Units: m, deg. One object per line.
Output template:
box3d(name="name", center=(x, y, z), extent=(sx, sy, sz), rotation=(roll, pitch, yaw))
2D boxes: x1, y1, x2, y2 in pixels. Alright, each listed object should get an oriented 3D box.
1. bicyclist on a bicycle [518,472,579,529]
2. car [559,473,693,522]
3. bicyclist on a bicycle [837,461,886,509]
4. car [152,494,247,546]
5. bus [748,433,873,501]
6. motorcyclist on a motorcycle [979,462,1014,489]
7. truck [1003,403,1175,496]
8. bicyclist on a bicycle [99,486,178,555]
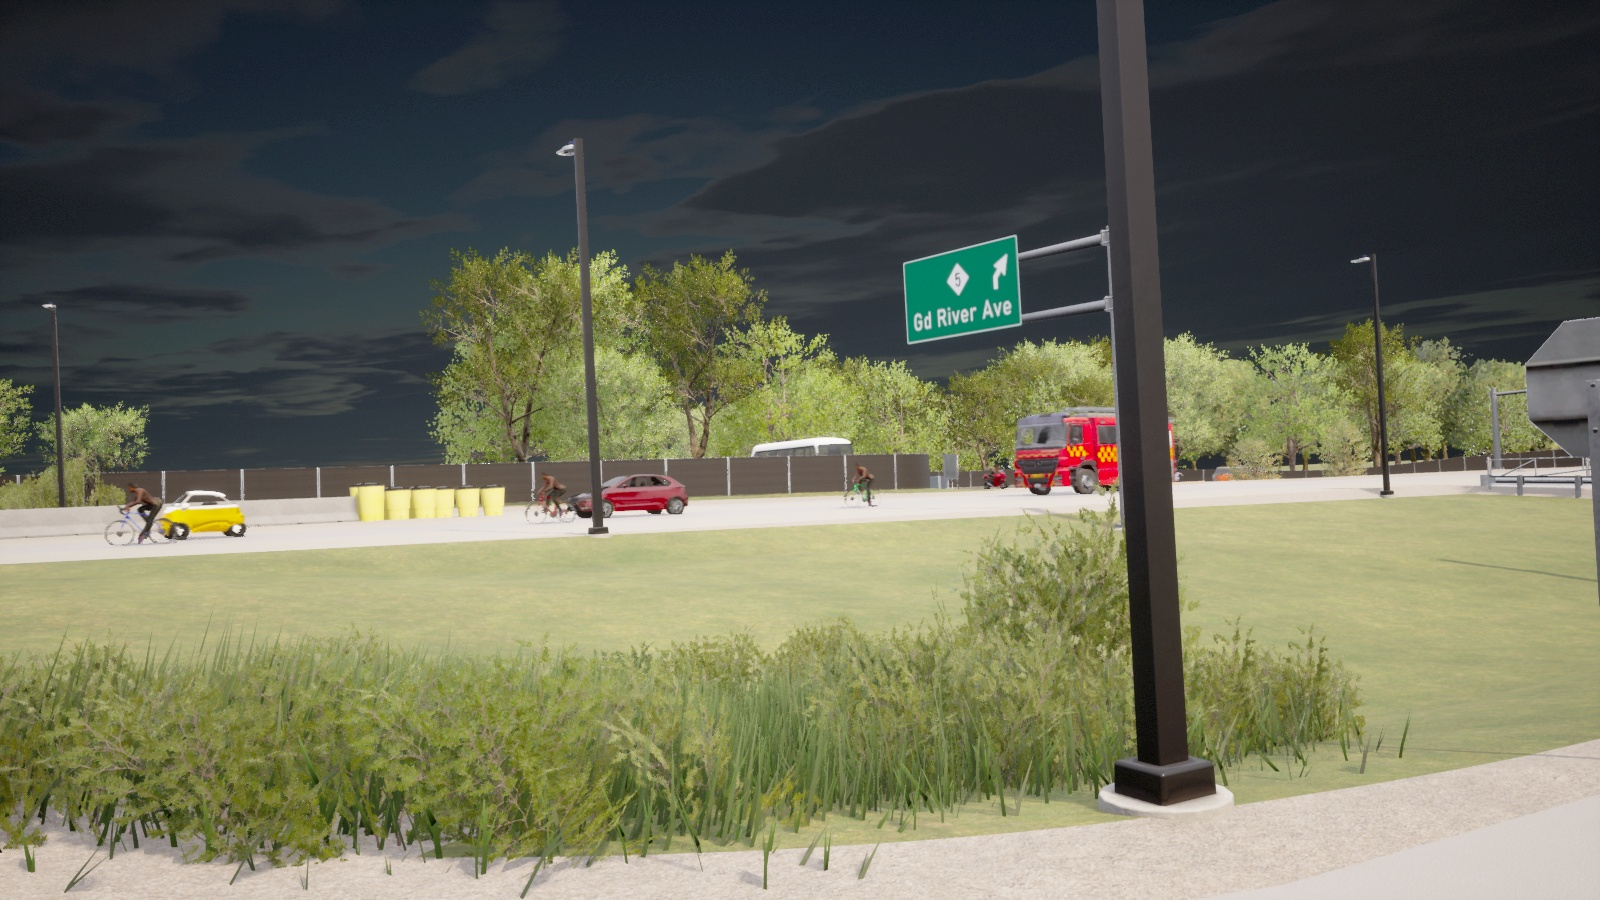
box3d(name="bicyclist on a bicycle", center=(-7.621, 1.521, 38.122), extent=(1.656, 1.620, 0.582), rotation=(-2, -1, -35))
box3d(name="car", center=(-6.005, 1.640, 43.487), extent=(4.193, 1.474, 1.816), rotation=(-2, -2, -35))
box3d(name="bicyclist on a bicycle", center=(2.194, 1.254, 44.909), extent=(1.656, 1.620, 0.582), rotation=(-2, -1, -35))
box3d(name="car", center=(-17.112, 1.982, 35.805), extent=(2.207, 1.376, 1.481), rotation=(-1, -2, -35))
box3d(name="bus", center=(0.581, 1.339, 90.645), extent=(3.944, 4.253, 10.273), rotation=(-3, -2, -32))
box3d(name="motorcyclist on a motorcycle", center=(11.750, 1.541, 75.200), extent=(0.797, 1.523, 2.044), rotation=(-2, -1, -35))
box3d(name="truck", center=(13.124, -0.058, 56.575), extent=(8.468, 3.827, 2.891), rotation=(-1, -2, -41))
box3d(name="bicyclist on a bicycle", center=(-16.750, 1.768, 31.810), extent=(1.656, 1.620, 0.582), rotation=(-2, -1, -35))
